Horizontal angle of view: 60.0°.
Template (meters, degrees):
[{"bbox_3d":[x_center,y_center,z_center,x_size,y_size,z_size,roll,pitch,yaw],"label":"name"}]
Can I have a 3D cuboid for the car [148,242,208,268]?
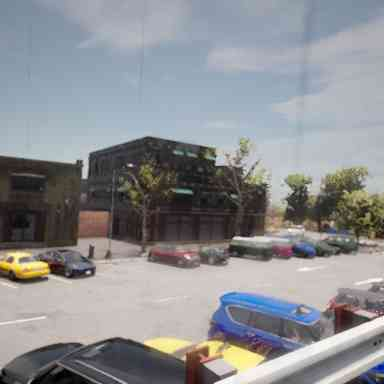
[{"bbox_3d":[-1.447,5.142,27.891,4.553,1.767,2.185,1,-4,34],"label":"car"}]

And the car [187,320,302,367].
[{"bbox_3d":[0.522,4.652,8.607,5.366,1.575,1.946,2,-2,34],"label":"car"}]

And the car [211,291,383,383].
[{"bbox_3d":[3.165,4.604,10.257,5.566,2.045,2.435,2,-2,34],"label":"car"}]

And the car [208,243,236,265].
[{"bbox_3d":[0.975,5.457,29.595,4.892,1.521,2.231,1,-3,34],"label":"car"}]

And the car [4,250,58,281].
[{"bbox_3d":[-11.172,4.511,21.064,5.366,1.575,1.946,1,-3,34],"label":"car"}]

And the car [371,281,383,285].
[{"bbox_3d":[10.454,5.303,15.585,4.553,1.767,2.185,2,-2,34],"label":"car"}]

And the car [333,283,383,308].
[{"bbox_3d":[8.006,5.111,13.812,4.553,1.767,2.185,2,-2,34],"label":"car"}]

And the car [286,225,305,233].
[{"bbox_3d":[19.415,7.357,62.186,2.435,2.045,5.566,1,-2,36],"label":"car"}]

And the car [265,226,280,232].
[{"bbox_3d":[16.126,7.624,67.317,1.946,1.575,5.366,1,-2,36],"label":"car"}]

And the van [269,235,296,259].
[{"bbox_3d":[8.071,5.791,34.840,4.442,1.987,1.878,1,-3,34],"label":"van"}]

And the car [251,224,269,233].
[{"bbox_3d":[14.317,7.662,69.644,2.002,1.452,4.674,1,-2,36],"label":"car"}]

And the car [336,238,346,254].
[{"bbox_3d":[15.378,6.609,39.940,4.792,1.488,2.163,1,-4,34],"label":"car"}]

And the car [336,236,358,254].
[{"bbox_3d":[17.731,6.514,41.684,5.566,2.045,2.435,1,-3,34],"label":"car"}]

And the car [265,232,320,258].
[{"bbox_3d":[10.593,5.955,36.493,5.566,2.045,2.435,1,-4,34],"label":"car"}]

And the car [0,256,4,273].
[{"bbox_3d":[-13.409,4.328,19.245,5.008,1.535,2.097,1,-3,34],"label":"car"}]

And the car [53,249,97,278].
[{"bbox_3d":[-8.593,4.734,22.682,4.792,1.488,2.163,1,-4,34],"label":"car"}]

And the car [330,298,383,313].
[{"bbox_3d":[5.546,5.074,12.046,4.792,1.488,2.163,2,-1,34],"label":"car"}]

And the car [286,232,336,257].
[{"bbox_3d":[12.991,6.142,38.217,5.566,2.045,2.435,1,-4,34],"label":"car"}]

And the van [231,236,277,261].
[{"bbox_3d":[5.673,5.604,33.115,4.442,1.987,1.878,1,-3,34],"label":"van"}]

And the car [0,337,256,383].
[{"bbox_3d":[-1.781,4.218,6.771,5.566,2.045,2.435,2,-2,34],"label":"car"}]
